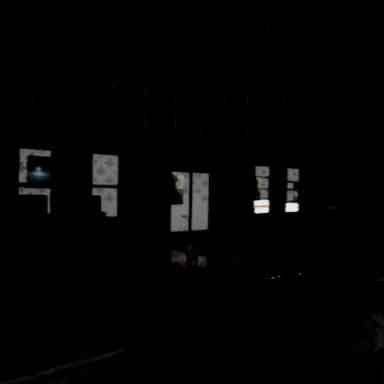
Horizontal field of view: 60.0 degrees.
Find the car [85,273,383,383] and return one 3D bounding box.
[{"bbox_3d":[1.049,1.551,3.216,4.206,1.307,1.802,1,1,-34],"label":"car"}]
